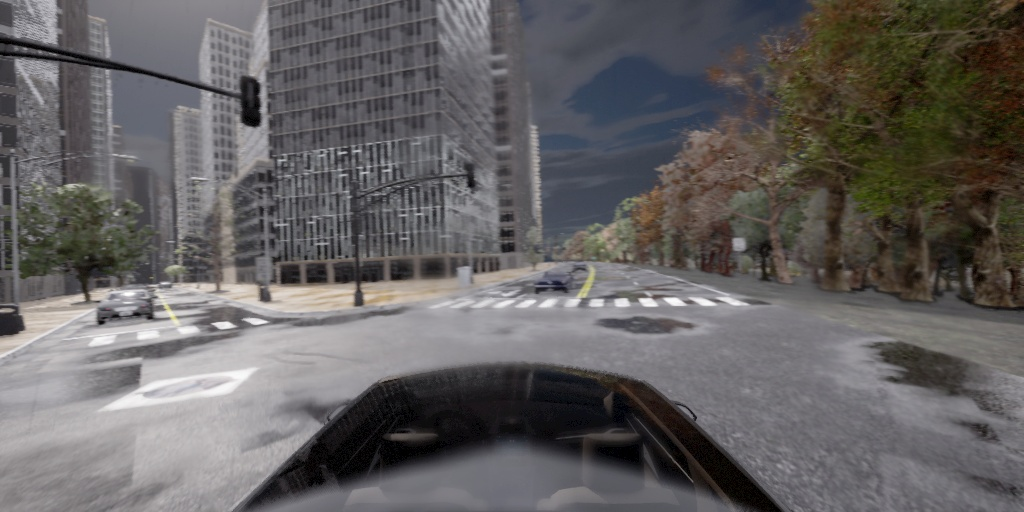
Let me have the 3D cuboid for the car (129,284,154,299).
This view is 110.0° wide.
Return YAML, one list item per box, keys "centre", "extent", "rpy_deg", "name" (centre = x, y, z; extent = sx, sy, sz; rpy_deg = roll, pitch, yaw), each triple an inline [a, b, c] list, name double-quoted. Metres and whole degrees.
- centre: [-42.441, 4.008, 41.116]
  extent: [1.882, 1.535, 5.008]
  rpy_deg: [-2, -2, -45]
  name: "car"

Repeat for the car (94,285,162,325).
- centre: [-19.316, 2.470, 18.064]
  extent: [2.128, 1.511, 4.902]
  rpy_deg: [-2, -1, -45]
  name: "car"

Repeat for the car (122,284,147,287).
- centre: [-27.038, 2.845, 25.717]
  extent: [4.553, 1.767, 2.097]
  rpy_deg: [-4, -2, 45]
  name: "car"

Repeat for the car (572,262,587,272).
- centre: [9.250, 1.467, 48.690]
  extent: [2.033, 1.411, 5.357]
  rpy_deg: [-3, -1, 13]
  name: "car"

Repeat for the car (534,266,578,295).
- centre: [2.552, 1.476, 21.050]
  extent: [1.895, 1.301, 4.718]
  rpy_deg: [-3, -1, 15]
  name: "car"
